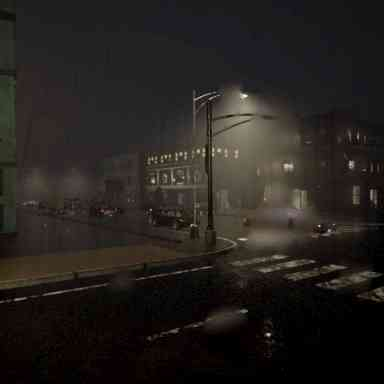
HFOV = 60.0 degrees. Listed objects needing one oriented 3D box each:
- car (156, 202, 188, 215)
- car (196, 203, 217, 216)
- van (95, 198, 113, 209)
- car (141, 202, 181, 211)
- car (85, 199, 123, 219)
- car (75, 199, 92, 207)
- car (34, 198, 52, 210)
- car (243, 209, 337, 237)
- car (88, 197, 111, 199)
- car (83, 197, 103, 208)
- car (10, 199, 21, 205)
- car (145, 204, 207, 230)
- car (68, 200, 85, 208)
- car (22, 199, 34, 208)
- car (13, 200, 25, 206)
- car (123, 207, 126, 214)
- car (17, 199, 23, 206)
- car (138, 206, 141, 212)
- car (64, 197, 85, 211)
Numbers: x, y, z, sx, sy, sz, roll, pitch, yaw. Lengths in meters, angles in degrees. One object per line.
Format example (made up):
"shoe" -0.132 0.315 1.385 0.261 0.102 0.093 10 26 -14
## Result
"car" -2.395 1.904 39.464 1.802 1.307 4.206 -2 0 -36
"car" 0.823 1.810 34.961 2.008 1.369 4.403 -2 0 -36
"van" -15.275 1.907 57.476 1.690 1.788 3.998 -1 0 -36
"car" -2.204 1.774 29.252 2.128 1.511 4.902 -1 0 -36
"car" -9.215 1.847 34.589 1.967 1.590 4.097 -1 0 -36
"car" -21.708 2.228 66.482 1.887 1.381 4.507 -1 0 -36
"car" -25.207 2.233 56.966 1.752 1.417 4.829 -1 0 -36
"car" 5.358 1.664 19.093 2.033 1.411 5.357 -1 -1 -39
"car" -14.617 2.018 52.119 1.882 1.535 5.008 -1 0 -36
"car" -18.495 1.940 61.979 2.192 1.841 5.009 -1 0 -36
"car" -44.618 2.598 84.122 1.887 1.381 4.507 -1 0 -36
"car" -1.242 1.815 23.229 1.947 1.339 4.313 -2 0 -36
"car" -21.429 2.230 61.653 1.994 1.385 4.181 -1 0 -36
"car" -31.744 2.376 66.111 2.008 1.369 4.403 -1 0 -36
"car" -41.400 2.548 79.620 2.008 1.369 4.403 -1 0 -36
"car" -9.695 2.032 39.744 1.895 1.301 4.718 -1 0 -36
"car" -38.183 2.380 75.116 1.967 1.590 4.097 -1 0 -36
"car" -5.613 1.966 43.967 1.802 1.307 4.206 -2 0 -36
"car" -18.646 1.876 52.423 2.150 2.045 5.566 -1 0 -36
